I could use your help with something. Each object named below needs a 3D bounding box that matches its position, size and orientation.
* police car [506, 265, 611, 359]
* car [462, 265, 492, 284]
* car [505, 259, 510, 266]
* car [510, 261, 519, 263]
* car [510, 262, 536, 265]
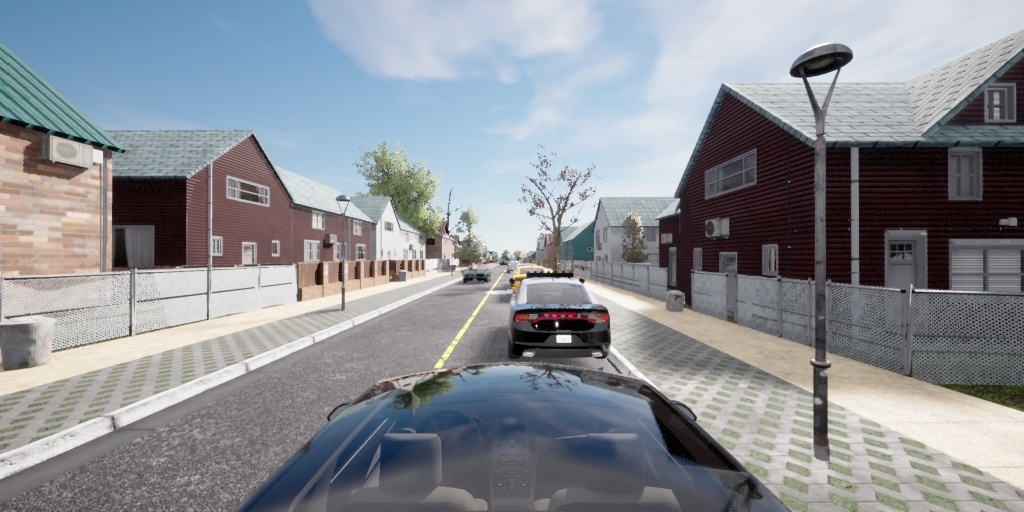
[{"bbox_3d":[0.883,1.176,8.555,1.930,1.638,5.238,0,0,0],"label":"police car"},{"bbox_3d":[-2.555,1.379,27.087,1.895,1.301,4.718,0,0,0],"label":"car"},{"bbox_3d":[0.365,1.383,45.720,1.812,1.442,4.674,0,0,1],"label":"car"},{"bbox_3d":[1.001,1.250,24.446,1.882,1.535,5.008,0,0,0],"label":"car"},{"bbox_3d":[0.957,1.238,18.445,1.882,1.535,5.008,0,0,0],"label":"car"}]
